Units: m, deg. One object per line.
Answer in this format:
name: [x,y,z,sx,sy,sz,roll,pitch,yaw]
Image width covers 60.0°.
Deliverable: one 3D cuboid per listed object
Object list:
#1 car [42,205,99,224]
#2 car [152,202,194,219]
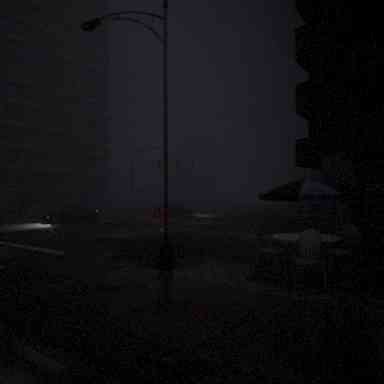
car: [-9.448,1.691,26.117,1.994,1.385,4.181,0,0,36]
car: [-1.718,1.645,30.603,1.812,1.442,4.674,0,0,35]
